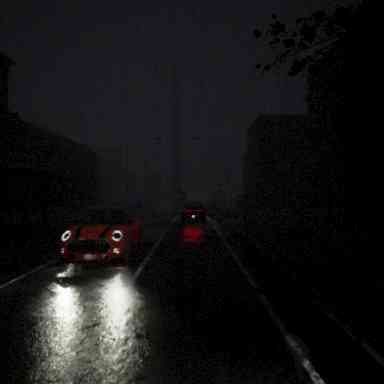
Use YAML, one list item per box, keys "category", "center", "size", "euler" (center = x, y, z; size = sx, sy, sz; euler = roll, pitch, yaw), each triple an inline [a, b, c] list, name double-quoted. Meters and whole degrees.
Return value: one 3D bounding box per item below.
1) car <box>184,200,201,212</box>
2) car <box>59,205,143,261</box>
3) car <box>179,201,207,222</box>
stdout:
- category: "car"
  center: [0.082, 1.788, 42.445]
  size: [1.994, 1.385, 4.181]
  euler: [0, 0, 0]
- category: "car"
  center: [-3.105, 1.343, 12.177]
  size: [2.097, 1.767, 4.553]
  euler: [0, 0, 0]
- category: "car"
  center: [0.090, 1.545, 26.399]
  size: [1.837, 1.490, 4.892]
  euler: [0, -1, 0]
